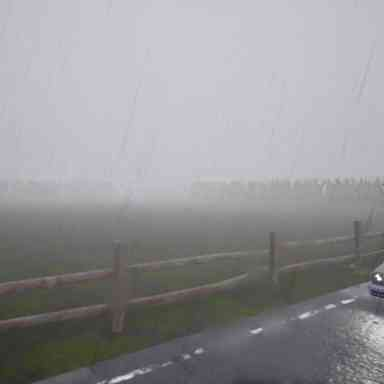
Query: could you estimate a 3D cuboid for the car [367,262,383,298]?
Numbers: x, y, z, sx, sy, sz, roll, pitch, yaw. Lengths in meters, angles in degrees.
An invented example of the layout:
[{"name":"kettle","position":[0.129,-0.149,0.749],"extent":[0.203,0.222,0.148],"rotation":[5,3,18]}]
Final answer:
[{"name":"car","position":[6.107,1.592,7.430],"extent":[5.357,1.411,2.033],"rotation":[0,0,-36]}]
